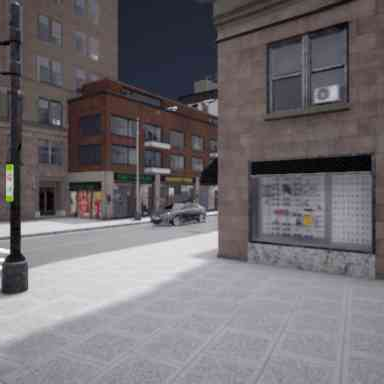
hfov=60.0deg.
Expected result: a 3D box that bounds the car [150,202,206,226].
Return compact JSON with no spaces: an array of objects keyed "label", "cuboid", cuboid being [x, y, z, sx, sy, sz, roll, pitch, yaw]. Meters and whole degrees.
[{"label":"car","cuboid":[-0.857,1.473,23.121,1.837,1.490,4.892,0,0,35]}]
